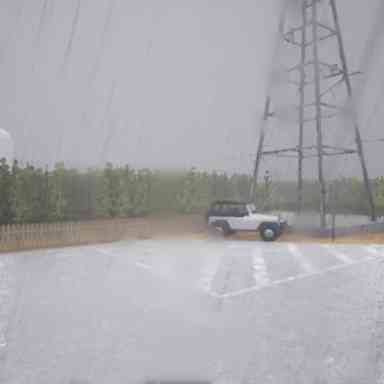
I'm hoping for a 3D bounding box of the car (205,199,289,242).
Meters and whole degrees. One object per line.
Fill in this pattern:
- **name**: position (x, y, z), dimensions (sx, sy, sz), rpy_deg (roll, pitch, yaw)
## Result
- **car**: position (2.570, 1.302, 16.018), dimensions (3.866, 1.878, 1.905), rpy_deg (0, 0, 23)
